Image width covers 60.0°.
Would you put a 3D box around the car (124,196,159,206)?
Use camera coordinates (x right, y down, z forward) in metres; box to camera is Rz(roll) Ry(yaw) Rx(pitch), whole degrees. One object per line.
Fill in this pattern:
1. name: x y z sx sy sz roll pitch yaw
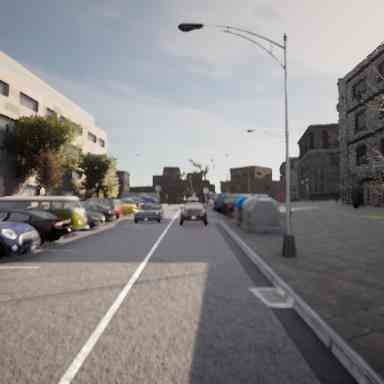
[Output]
1. car: -7.637 1.364 50.425 5.008 1.535 2.097 0 0 0

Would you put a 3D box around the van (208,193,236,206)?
1. van: 4.810 1.154 53.517 4.442 1.987 1.878 0 -1 0

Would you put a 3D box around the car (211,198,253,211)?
1. car: 4.687 1.426 39.451 4.674 1.452 2.002 0 0 0

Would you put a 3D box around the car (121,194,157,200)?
1. car: -7.610 1.403 44.896 4.792 1.488 2.163 0 0 0

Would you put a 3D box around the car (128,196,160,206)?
1. car: -7.667 1.408 53.256 4.792 1.488 2.163 0 0 0

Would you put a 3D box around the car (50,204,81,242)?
1. car: -7.641 1.447 14.042 5.008 1.535 2.097 0 0 0

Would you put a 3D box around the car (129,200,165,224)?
1. car: -3.093 1.542 24.662 1.895 1.301 4.718 0 0 0

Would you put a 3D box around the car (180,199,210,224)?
1. car: 0.105 1.469 23.784 1.812 1.442 4.674 0 0 0

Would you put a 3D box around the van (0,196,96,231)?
1. van: -7.529 1.214 16.959 4.442 1.987 1.878 0 0 0

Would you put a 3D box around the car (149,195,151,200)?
1. car: -7.670 1.417 39.309 4.792 1.488 2.163 0 0 0

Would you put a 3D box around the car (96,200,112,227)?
1. car: -7.651 1.435 19.753 4.892 1.521 2.231 0 0 0

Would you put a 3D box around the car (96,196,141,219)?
1. car: -7.828 1.404 30.928 5.366 1.575 1.946 0 0 0

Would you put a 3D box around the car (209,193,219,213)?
1. car: 4.716 1.154 31.202 5.566 2.045 2.435 0 0 0

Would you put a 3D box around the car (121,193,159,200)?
1. car: -7.610 1.116 47.689 5.566 2.045 2.435 0 0 0

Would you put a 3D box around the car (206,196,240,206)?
1. car: 4.698 1.364 50.740 5.008 1.535 2.097 0 0 0

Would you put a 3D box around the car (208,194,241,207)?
1. car: 4.660 1.240 47.951 4.553 1.767 2.185 0 0 0

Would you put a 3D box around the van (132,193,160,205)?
1. van: -7.753 1.189 56.045 4.442 1.987 1.878 0 -1 0

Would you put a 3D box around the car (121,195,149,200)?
1. car: -7.827 1.391 36.516 5.366 1.575 1.946 0 0 0

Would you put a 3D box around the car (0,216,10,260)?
1. car: -7.645 1.500 8.579 4.674 1.452 2.002 0 0 0

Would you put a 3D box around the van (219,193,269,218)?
1. van: 4.804 1.186 28.411 4.442 1.987 1.878 0 0 0

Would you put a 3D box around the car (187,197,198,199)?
1. car: 0.110 1.378 41.725 1.882 1.535 5.008 0 0 0

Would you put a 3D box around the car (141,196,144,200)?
1. car: -7.670 1.430 33.721 4.792 1.488 2.163 0 0 0

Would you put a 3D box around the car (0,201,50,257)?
1. car: -7.678 1.328 11.371 4.553 1.767 2.185 0 0 0
